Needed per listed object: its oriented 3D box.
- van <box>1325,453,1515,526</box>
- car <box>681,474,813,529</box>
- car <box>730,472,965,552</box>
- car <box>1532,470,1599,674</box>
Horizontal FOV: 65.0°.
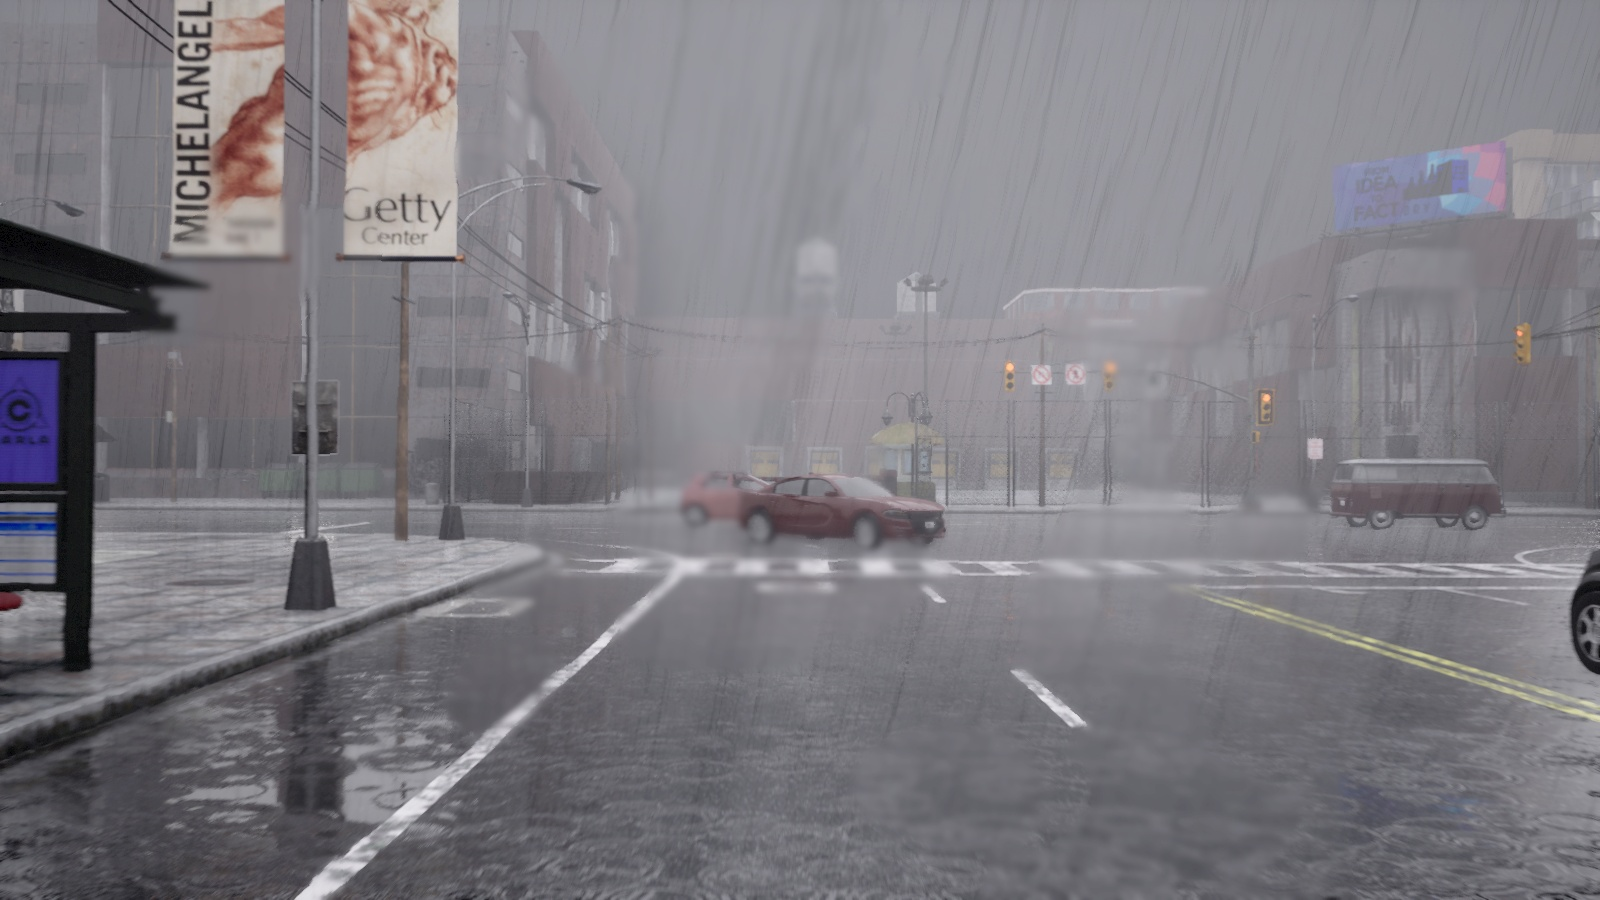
[{"bbox_3d":[17.376,1.090,35.348,4.442,1.987,1.775,0,-1,0],"label":"van"},{"bbox_3d":[-1.459,1.428,35.468,3.633,1.501,1.845,0,-1,0],"label":"car"},{"bbox_3d":[0.890,1.231,26.424,1.882,1.535,5.008,1,-2,-44],"label":"car"},{"bbox_3d":[6.992,0.909,8.569,1.789,1.549,3.705,0,-1,0],"label":"car"}]
